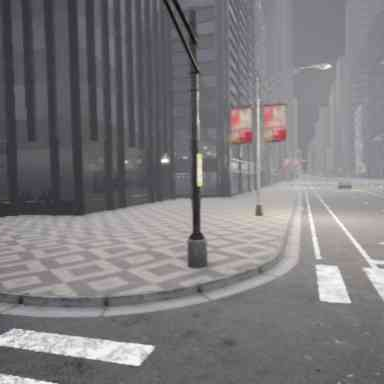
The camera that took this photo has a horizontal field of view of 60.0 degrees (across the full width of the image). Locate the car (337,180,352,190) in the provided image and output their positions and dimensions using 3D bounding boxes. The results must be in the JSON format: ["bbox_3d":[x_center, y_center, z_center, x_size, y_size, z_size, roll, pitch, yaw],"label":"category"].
[{"bbox_3d":[24.933,-1.156,54.373,1.882,1.535,5.008,0,3,18],"label":"car"}]
